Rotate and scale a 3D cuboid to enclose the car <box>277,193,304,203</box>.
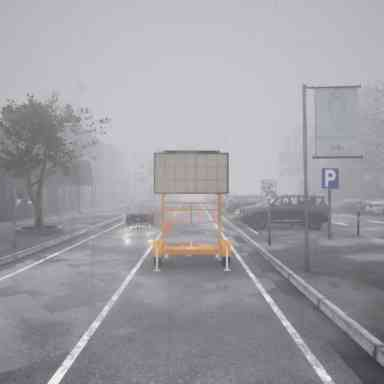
[{"bbox_3d":[18.661,1.091,63.141,4.553,1.767,2.185,0,1,0],"label":"car"}]

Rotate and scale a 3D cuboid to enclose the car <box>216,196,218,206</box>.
[{"bbox_3d":[5.657,1.443,40.211,4.792,1.488,2.163,0,0,0],"label":"car"}]

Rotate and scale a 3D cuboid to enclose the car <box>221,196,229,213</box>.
[{"bbox_3d":[5.651,1.440,31.798,5.008,1.535,2.097,0,0,0],"label":"car"}]

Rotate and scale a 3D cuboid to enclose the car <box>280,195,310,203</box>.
[{"bbox_3d":[18.611,1.273,60.365,4.792,1.488,2.163,0,1,0],"label":"car"}]

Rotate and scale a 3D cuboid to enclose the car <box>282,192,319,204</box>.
[{"bbox_3d":[18.678,1.019,57.587,5.566,2.045,2.435,0,1,0],"label":"car"}]

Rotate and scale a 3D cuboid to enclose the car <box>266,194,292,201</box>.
[{"bbox_3d":[18.608,1.138,71.468,4.892,1.521,2.231,0,1,0],"label":"car"}]

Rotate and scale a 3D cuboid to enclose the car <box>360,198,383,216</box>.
[{"bbox_3d":[18.714,1.193,29.826,5.566,2.045,2.435,0,0,0],"label":"car"}]

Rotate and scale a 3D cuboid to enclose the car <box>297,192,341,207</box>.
[{"bbox_3d":[18.706,1.100,49.261,5.566,2.045,2.435,0,1,0],"label":"car"}]

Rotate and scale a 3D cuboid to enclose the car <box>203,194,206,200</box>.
[{"bbox_3d":[5.505,0.915,68.247,5.566,2.045,2.435,0,1,0],"label":"car"}]

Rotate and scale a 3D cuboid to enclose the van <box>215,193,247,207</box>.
[{"bbox_3d":[5.716,1.130,48.627,4.442,1.987,1.878,0,0,0],"label":"van"}]

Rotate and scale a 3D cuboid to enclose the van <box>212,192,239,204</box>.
[{"bbox_3d":[5.688,1.049,57.035,4.442,1.987,1.878,0,1,0],"label":"van"}]

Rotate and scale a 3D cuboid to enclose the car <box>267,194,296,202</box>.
[{"bbox_3d":[18.427,1.160,68.691,5.366,1.575,1.946,0,1,0],"label":"car"}]

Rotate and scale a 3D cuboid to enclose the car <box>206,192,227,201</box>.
[{"bbox_3d":[5.483,0.986,73.854,4.553,1.767,2.185,0,1,0],"label":"car"}]

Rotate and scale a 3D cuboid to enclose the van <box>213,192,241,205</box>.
[{"bbox_3d":[5.697,1.076,54.232,4.442,1.987,1.878,0,1,0],"label":"van"}]

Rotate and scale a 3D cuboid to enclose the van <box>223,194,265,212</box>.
[{"bbox_3d":[5.754,1.198,37.407,4.442,1.987,1.878,0,0,0],"label":"van"}]

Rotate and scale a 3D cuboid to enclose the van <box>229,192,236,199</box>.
[{"bbox_3d":[5.783,1.219,28.995,4.442,1.987,1.878,0,0,0],"label":"van"}]

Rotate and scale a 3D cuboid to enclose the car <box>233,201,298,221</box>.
[{"bbox_3d":[5.678,1.490,26.192,4.674,1.452,2.002,0,0,0],"label":"car"}]

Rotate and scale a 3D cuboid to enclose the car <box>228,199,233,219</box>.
[{"bbox_3d":[5.500,1.452,23.388,5.366,1.575,1.946,0,0,0],"label":"car"}]

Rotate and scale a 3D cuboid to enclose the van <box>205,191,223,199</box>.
[{"bbox_3d":[5.370,0.805,82.263,4.442,1.987,1.878,0,1,0],"label":"van"}]

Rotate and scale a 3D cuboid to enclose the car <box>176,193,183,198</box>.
[{"bbox_3d":[-3.433,0.924,90.950,1.895,1.301,4.718,0,1,0],"label":"car"}]

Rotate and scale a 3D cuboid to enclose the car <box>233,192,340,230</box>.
[{"bbox_3d":[5.666,1.209,20.585,5.566,2.045,2.435,0,0,0],"label":"car"}]

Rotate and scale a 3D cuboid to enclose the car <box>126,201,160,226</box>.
[{"bbox_3d":[-3.397,1.443,23.535,1.882,1.535,5.008,0,0,0],"label":"car"}]

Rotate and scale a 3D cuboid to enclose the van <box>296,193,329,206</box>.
[{"bbox_3d":[18.785,1.099,52.037,4.442,1.987,1.878,0,1,0],"label":"van"}]

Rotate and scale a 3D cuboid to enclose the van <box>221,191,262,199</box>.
[{"bbox_3d":[5.531,1.208,34.605,4.442,1.987,1.878,0,0,0],"label":"van"}]

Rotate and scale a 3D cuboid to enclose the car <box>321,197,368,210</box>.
[{"bbox_3d":[18.676,1.441,40.928,4.792,1.488,2.163,0,0,0],"label":"car"}]

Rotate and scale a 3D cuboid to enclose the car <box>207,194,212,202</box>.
[{"bbox_3d":[5.562,1.078,51.427,5.566,2.045,2.435,0,1,0],"label":"car"}]

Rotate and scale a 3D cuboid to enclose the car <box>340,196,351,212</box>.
[{"bbox_3d":[18.719,1.432,35.379,5.008,1.535,2.097,0,0,0],"label":"car"}]

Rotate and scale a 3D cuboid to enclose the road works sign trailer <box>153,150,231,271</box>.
[{"bbox_3d":[-0.026,0.458,10.842,2.380,3.560,2.880,0,0,-1],"label":"road works sign trailer"}]

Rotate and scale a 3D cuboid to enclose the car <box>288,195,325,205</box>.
[{"bbox_3d":[18.845,1.295,54.814,5.366,1.575,1.946,0,1,0],"label":"car"}]

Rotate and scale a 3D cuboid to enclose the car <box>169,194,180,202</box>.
[{"bbox_3d":[-3.423,1.211,64.766,2.128,1.511,4.902,0,1,0],"label":"car"}]

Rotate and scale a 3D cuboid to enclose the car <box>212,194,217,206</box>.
[{"bbox_3d":[5.616,1.378,45.821,4.892,1.521,2.231,0,0,0],"label":"car"}]

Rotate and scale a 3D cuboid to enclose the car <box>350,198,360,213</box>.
[{"bbox_3d":[18.728,1.441,32.601,4.892,1.521,2.231,0,0,0],"label":"car"}]
